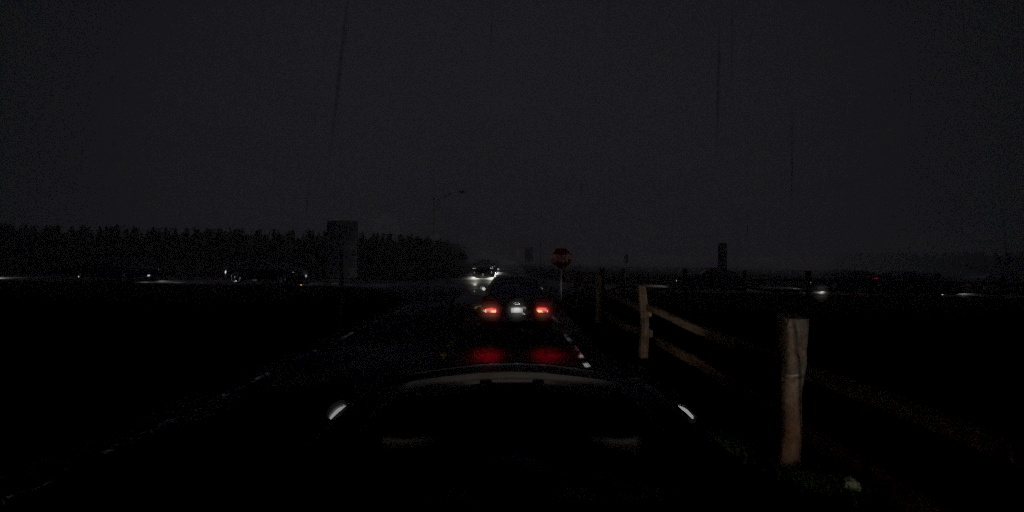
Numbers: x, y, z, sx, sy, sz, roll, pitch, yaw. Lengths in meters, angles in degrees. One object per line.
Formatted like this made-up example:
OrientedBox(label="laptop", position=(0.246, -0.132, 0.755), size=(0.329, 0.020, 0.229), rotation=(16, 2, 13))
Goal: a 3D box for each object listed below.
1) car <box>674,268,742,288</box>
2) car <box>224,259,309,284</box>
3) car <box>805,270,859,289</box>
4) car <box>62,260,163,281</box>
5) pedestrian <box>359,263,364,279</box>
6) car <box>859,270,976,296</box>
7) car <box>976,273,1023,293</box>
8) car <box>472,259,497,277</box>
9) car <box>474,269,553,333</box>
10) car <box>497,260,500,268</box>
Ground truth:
OrientedBox(label="car", position=(14.378, 1.575, 26.261), size=(4.674, 1.442, 1.812), rotation=(1, -1, 0))
OrientedBox(label="car", position=(-15.702, 0.977, 23.125), size=(4.902, 1.511, 2.128), rotation=(1, -1, 1))
OrientedBox(label="car", position=(24.323, 1.732, 26.314), size=(4.892, 1.490, 1.837), rotation=(1, -1, 0))
OrientedBox(label="car", position=(-25.611, 0.911, 23.113), size=(4.718, 1.301, 1.895), rotation=(1, -1, 0))
OrientedBox(label="pedestrian", position=(-12.229, 1.169, 29.155), size=(0.375, 1.300, 0.375), rotation=(0, -2, 0))
OrientedBox(label="car", position=(26.305, 1.728, 23.381), size=(4.902, 1.511, 2.128), rotation=(1, -1, 0))
OrientedBox(label="car", position=(34.955, 1.966, 26.360), size=(5.357, 1.411, 2.033), rotation=(1, -1, 0))
OrientedBox(label="car", position=(-2.810, 1.106, 35.780), size=(2.097, 1.767, 4.553), rotation=(0, 0, -3))
OrientedBox(label="car", position=(0.045, 1.298, 10.762), size=(2.033, 1.411, 5.357), rotation=(0, 0, -1))
OrientedBox(label="car", position=(-2.936, 1.356, 48.104), size=(1.895, 1.301, 4.718), rotation=(0, 0, 0))
